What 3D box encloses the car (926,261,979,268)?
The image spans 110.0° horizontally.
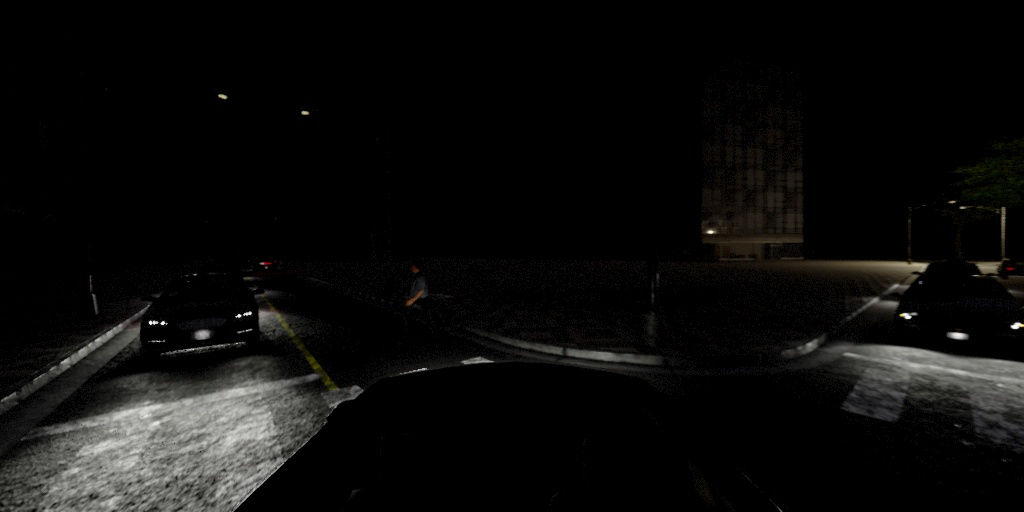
[{"bbox_3d":[18.414,1.018,15.017,4.892,1.490,1.837,-1,1,-39],"label":"car"}]

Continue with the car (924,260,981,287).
[{"bbox_3d":[26.170,0.969,21.400,4.181,1.385,1.994,-1,1,-40],"label":"car"}]

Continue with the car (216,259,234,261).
[{"bbox_3d":[-25.204,1.034,31.541,1.837,1.490,4.892,-1,1,-38],"label":"car"}]

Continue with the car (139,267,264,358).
[{"bbox_3d":[-7.299,1.197,8.632,2.128,1.511,4.902,-1,1,-38],"label":"car"}]

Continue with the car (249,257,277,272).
[{"bbox_3d":[-25.933,0.931,37.585,2.128,1.511,4.902,-1,1,-38],"label":"car"}]

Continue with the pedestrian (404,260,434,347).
[{"bbox_3d":[-1.920,0.964,7.388,0.375,1.860,0.375,-1,1,-38],"label":"pedestrian"}]

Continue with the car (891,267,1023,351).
[{"bbox_3d":[10.863,1.164,8.793,5.357,1.411,2.033,-1,1,-40],"label":"car"}]

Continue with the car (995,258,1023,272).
[{"bbox_3d":[35.101,0.863,24.718,5.357,1.411,2.033,-1,1,-40],"label":"car"}]

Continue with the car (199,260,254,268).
[{"bbox_3d":[-13.084,1.141,16.011,2.128,1.511,4.902,-1,1,-38],"label":"car"}]
